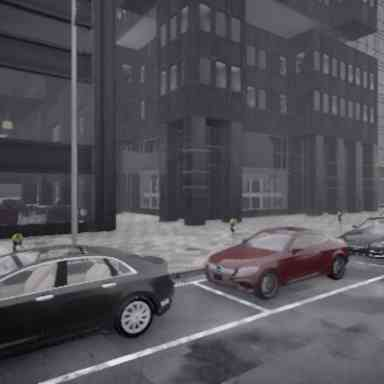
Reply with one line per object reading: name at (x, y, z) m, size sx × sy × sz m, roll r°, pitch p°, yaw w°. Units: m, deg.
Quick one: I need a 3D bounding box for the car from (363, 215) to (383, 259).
car at (6.843, 1.491, 11.535) m, size 4.403 × 1.369 × 2.008 m, roll 0°, pitch 0°, yaw -36°

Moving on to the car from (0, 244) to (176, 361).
car at (-2.331, 1.546, 4.984) m, size 4.403 × 1.369 × 2.008 m, roll 0°, pitch 0°, yaw -36°

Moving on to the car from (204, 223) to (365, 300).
car at (2.256, 1.549, 8.260) m, size 4.206 × 1.307 × 1.802 m, roll 0°, pitch 0°, yaw -36°
